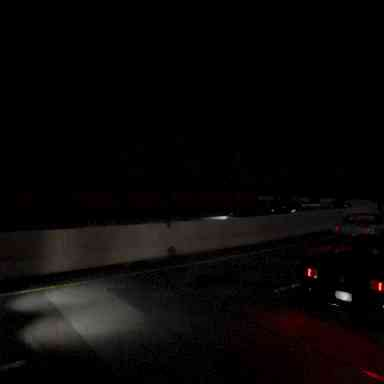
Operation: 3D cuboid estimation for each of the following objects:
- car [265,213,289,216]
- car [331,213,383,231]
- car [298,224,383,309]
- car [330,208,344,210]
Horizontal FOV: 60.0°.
[{"bbox_3d":[9.160,1.388,33.092,2.150,2.045,5.566,0,0,37],"label":"car"},{"bbox_3d":[8.629,1.691,16.177,1.895,1.301,4.718,0,0,45],"label":"car"},{"bbox_3d":[4.500,1.644,7.584,4.718,1.301,1.895,0,0,-40],"label":"car"},{"bbox_3d":[17.645,1.565,39.548,2.097,1.767,4.553,0,0,31],"label":"car"}]
